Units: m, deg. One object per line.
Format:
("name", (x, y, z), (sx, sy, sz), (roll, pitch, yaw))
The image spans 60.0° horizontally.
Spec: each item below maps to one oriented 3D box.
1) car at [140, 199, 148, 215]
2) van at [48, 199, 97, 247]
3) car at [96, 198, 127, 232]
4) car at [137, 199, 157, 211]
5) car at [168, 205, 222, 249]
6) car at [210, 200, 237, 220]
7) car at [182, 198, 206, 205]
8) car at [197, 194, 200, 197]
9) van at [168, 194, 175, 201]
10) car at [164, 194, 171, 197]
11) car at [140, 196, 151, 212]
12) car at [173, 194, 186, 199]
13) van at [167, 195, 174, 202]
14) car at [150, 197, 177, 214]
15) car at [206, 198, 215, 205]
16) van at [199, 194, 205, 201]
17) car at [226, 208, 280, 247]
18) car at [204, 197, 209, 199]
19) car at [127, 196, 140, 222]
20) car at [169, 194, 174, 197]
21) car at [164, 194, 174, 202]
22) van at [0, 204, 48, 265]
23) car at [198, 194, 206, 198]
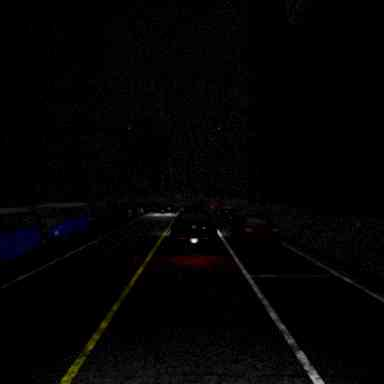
("car", (-5.771, 1.645, 31.898), (1.947, 1.339, 4.313), (0, 0, 0))
("van", (-5.767, 1.378, 14.866), (1.690, 1.788, 3.998), (0, 0, 0))
("car", (-5.768, 1.366, 20.544), (2.192, 1.841, 5.009), (0, 0, 0))
("car", (-5.774, 1.660, 43.252), (2.008, 1.369, 4.403), (0, 0, 0))
("car", (0.087, 1.542, 14.709), (1.837, 1.490, 4.892), (0, 0, 0))
("car", (2.756, 1.616, 26.229), (2.008, 1.369, 4.403), (0, 0, 0))
("car", (0.086, 1.584, 31.645), (1.837, 1.490, 4.892), (0, 0, 0))
("car", (2.742, 1.650, 77.327), (1.967, 1.590, 4.097), (0, 0, 0))
("van", (-5.788, 1.605, 94.349), (1.690, 1.788, 3.998), (0, 0, 0))
("car", (-5.780, 1.700, 65.791), (1.752, 1.417, 4.829), (0, 0, 0))
("car", (-5.773, 1.409, 37.575), (2.192, 1.841, 5.009), (0, 0, 0))
("car", (-3.019, 1.387, 78.414), (1.812, 1.442, 4.674), (0, 0, 0))
("van", (-5.786, 1.587, 88.672), (1.690, 1.788, 3.998), (0, 0, 0))
("car", (-3.108, 1.642, 37.711), (2.033, 1.411, 5.357), (0, 0, 0))
("car", (2.753, 1.676, 37.584), (1.802, 1.307, 4.206), (0, 0, 0))
("van", (2.737, 1.605, 94.361), (1.690, 1.788, 3.998), (0, 0, 0))
("car", (2.759, 1.619, 14.874), (1.802, 1.307, 4.206), (0, 0, 0))
("car", (2.751, 1.635, 43.432), (1.752, 1.417, 4.829), (0, 0, 0))
("car", (-5.770, 1.380, 26.221), (2.192, 1.841, 5.009), (0, 0, 0))
("car", (-5.783, 1.792, 77.316), (1.802, 1.307, 4.206), (0, 0, 0))
("car", (-5.785, 1.543, 82.994), (2.192, 1.841, 5.009), (0, 0, 0))
("van", (-5.765, 1.364, 9.189), (1.690, 1.788, 3.998), (0, 0, 0))
("car", (2.347, 1.622, 55.673), (1.882, 1.535, 5.008), (0, 0, 0))
